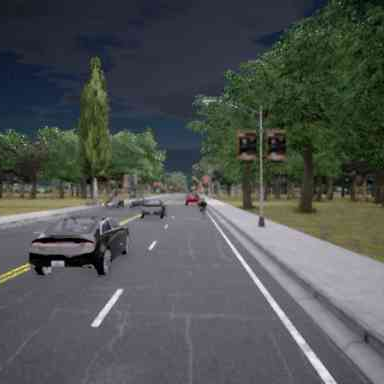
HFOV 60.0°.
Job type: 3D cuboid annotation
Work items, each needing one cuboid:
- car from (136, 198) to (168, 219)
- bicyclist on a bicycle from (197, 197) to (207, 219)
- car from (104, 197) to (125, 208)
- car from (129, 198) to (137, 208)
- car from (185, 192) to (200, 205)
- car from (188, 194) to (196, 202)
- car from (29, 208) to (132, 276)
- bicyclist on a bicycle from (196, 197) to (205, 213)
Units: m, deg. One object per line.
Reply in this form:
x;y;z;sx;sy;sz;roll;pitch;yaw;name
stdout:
-3.154;1.415;28.432;2.128;1.511;4.902;0;0;0;car
0.890;1.302;25.583;0.659;1.776;1.843;0;0;0;bicyclist on a bicycle
-9.843;1.376;42.415;2.128;1.511;4.902;0;0;0;car
-6.598;1.434;41.944;2.033;1.411;5.357;0;0;0;car
0.081;1.075;54.387;2.150;2.045;5.566;0;0;0;car
-0.012;1.281;74.299;1.882;1.535;5.008;0;0;0;car
-3.151;1.464;10.231;2.128;1.511;4.902;0;0;0;car
0.907;1.343;34.990;0.866;1.612;1.509;0;0;0;bicyclist on a bicycle
